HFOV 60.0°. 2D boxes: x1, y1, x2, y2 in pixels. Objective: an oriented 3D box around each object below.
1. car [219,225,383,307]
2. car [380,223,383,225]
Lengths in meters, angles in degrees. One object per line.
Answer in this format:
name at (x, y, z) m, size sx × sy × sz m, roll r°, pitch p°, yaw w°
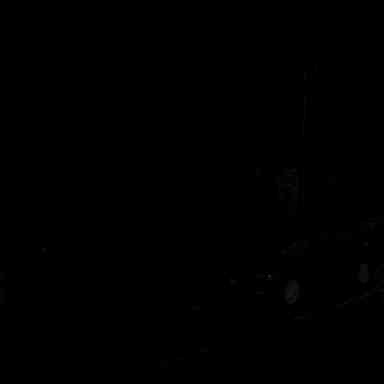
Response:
car at (2.682, 1.610, 8.105) m, size 4.507 × 1.381 × 1.887 m, roll 1°, pitch 0°, yaw -36°
car at (7.167, 1.683, 11.307) m, size 4.313 × 1.339 × 1.947 m, roll 1°, pitch 0°, yaw -36°
